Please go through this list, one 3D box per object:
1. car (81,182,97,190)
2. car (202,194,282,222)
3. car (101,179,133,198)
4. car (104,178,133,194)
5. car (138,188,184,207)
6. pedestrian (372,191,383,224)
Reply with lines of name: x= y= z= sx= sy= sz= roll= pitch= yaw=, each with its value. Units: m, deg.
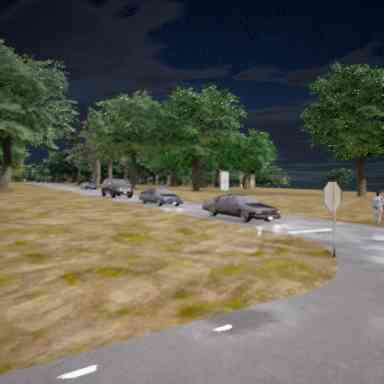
car: x=-18.136 y=-1.109 z=58.550 sx=1.994 sy=1.385 sz=4.181 roll=1 pitch=2 yaw=-32
car: x=2.668 y=0.831 z=19.295 sx=2.033 sy=1.411 sz=5.357 roll=1 pitch=2 yaw=-31
car: x=-8.411 y=-0.433 z=37.036 sx=2.150 sy=2.045 sz=5.566 roll=1 pitch=2 yaw=-32
car: x=-10.261 y=-0.785 z=45.998 sx=2.150 sy=2.045 sz=5.566 roll=1 pitch=1 yaw=-32
car: x=-2.733 y=0.376 z=27.943 sx=2.033 sy=1.411 sz=5.357 roll=1 pitch=2 yaw=-32
pedestrian: x=10.489 y=0.857 z=18.811 sx=0.375 sy=1.860 sz=0.375 roll=4 pitch=-2 yaw=-32
